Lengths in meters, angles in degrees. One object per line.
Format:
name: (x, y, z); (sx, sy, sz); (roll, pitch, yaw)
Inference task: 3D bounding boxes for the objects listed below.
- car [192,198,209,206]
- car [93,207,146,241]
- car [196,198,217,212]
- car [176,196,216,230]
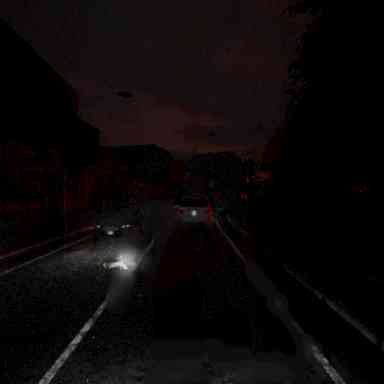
car: (1.526, 1.690, 57.605); (1.895, 1.301, 4.718); (-2, 0, 15)
car: (-3.545, 1.517, 16.953); (2.128, 1.511, 4.902); (0, 0, 1)
car: (1.833, 1.572, 41.015); (2.033, 1.411, 5.357); (-1, 0, 9)
car: (0.188, 1.254, 21.603); (2.150, 2.045, 5.566); (0, 0, 1)
